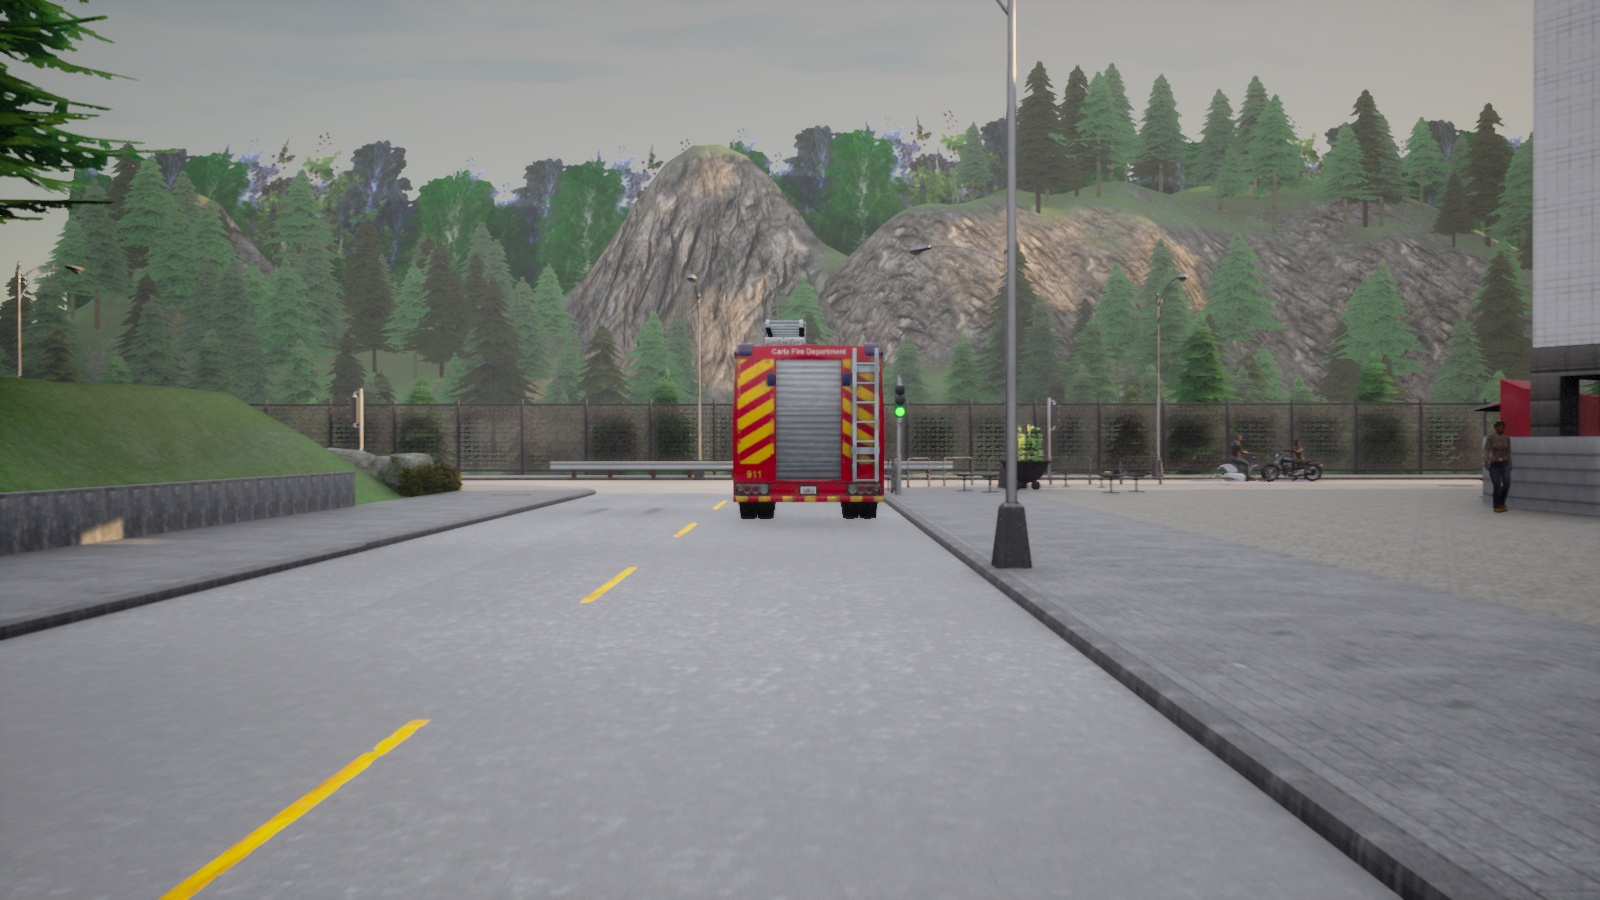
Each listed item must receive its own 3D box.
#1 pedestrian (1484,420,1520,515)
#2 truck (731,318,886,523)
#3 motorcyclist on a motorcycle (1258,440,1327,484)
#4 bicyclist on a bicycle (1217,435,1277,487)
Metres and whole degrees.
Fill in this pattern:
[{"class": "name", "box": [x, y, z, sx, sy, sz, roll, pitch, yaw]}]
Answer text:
[{"class": "pedestrian", "box": [13.613, 0.330, 24.352, 0.328, 1.805, 0.869, 0, 0, 9]}, {"class": "truck", "box": [0.177, -0.574, 27.695, 2.891, 3.827, 8.468, 0, 0, 0]}, {"class": "motorcyclist on a motorcycle", "box": [18.795, 0.442, 47.959, 2.350, 1.649, 0.766, 0, 0, 0]}, {"class": "bicyclist on a bicycle", "box": [15.636, 0.382, 43.943, 1.843, 1.776, 0.659, 0, 0, 0]}]
